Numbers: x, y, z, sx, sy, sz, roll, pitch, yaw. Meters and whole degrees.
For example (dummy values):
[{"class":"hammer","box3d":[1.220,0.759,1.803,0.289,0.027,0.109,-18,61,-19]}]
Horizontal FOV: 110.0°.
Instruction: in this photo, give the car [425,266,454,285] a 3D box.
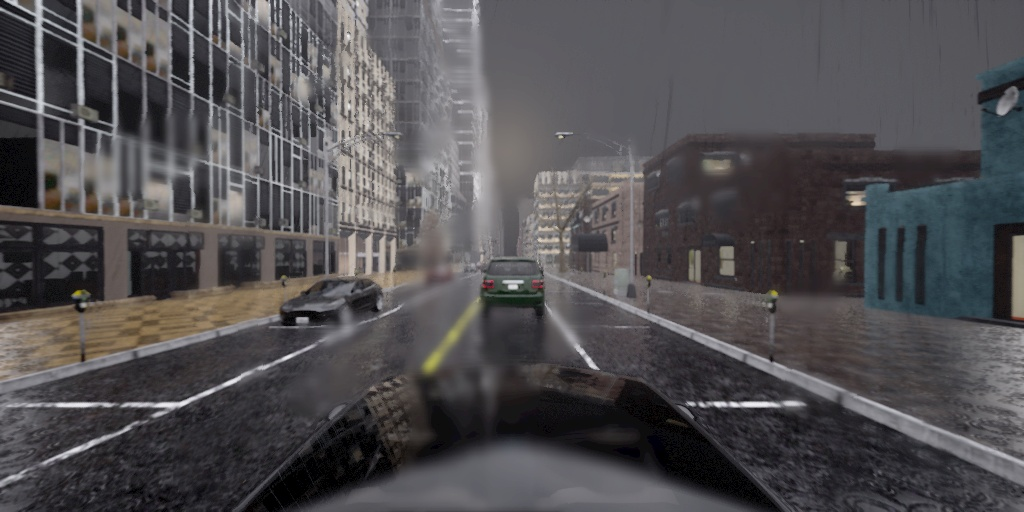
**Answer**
[{"class":"car","box3d":[-5.744,1.496,28.881,1.888,1.381,4.507,0,0,0]}]

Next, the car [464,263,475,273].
[{"class":"car","box3d":[-5.893,1.670,51.455,2.007,1.370,4.403,0,0,0]}]

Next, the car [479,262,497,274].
[{"class":"car","box3d":[-3.179,1.590,48.414,2.128,1.511,4.902,0,-1,0]}]

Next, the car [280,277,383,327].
[{"class":"car","box3d":[-5.710,1.391,11.950,1.948,1.339,4.313,0,0,0]}]

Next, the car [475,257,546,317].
[{"class":"car","box3d":[0.051,1.061,13.726,2.150,2.045,5.566,0,0,0]}]
